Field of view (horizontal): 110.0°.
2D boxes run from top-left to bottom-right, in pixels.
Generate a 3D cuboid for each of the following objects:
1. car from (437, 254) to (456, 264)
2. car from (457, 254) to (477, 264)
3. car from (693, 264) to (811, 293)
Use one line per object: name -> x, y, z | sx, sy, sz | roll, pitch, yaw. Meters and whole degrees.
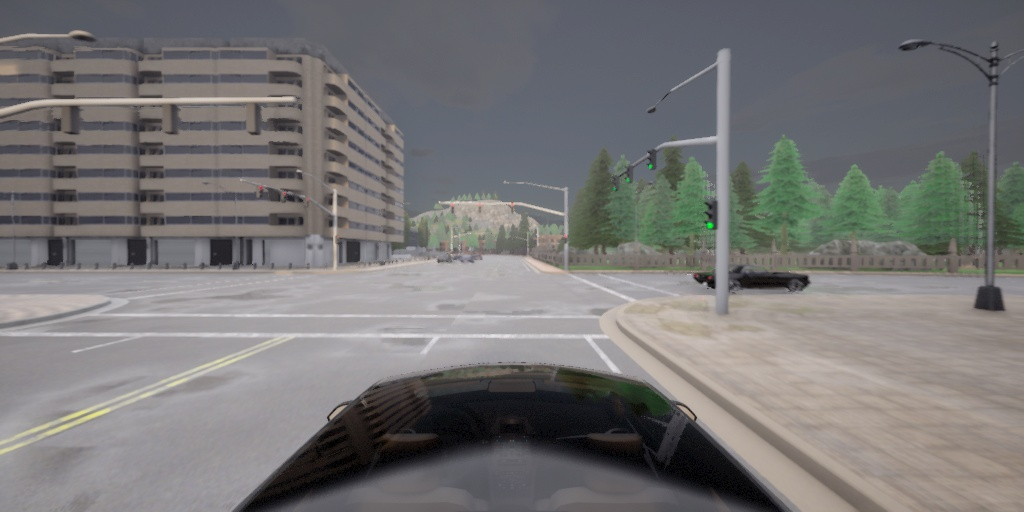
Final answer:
car -> -10.540, 0.434, 56.526 | 1.837, 1.490, 4.892 | 0, 1, 0
car -> -7.039, 0.457, 56.507 | 1.812, 1.442, 4.674 | 0, 1, 0
car -> 11.617, 1.060, 17.482 | 4.718, 1.301, 1.895 | 0, 1, 1
